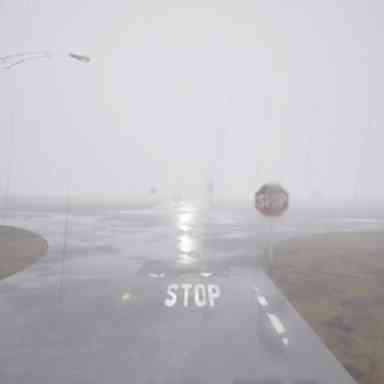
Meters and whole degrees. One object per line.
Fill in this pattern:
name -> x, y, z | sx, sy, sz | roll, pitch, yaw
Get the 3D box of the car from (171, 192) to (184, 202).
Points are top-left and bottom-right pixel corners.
car -> -2.363, 0.875, 53.972 | 1.837, 1.490, 4.892 | 0, 3, 1
